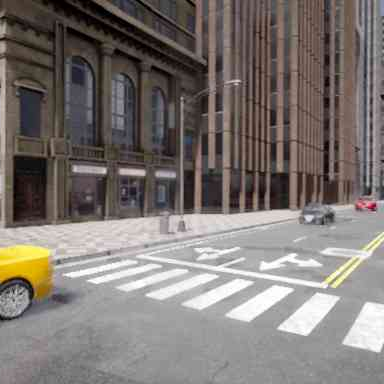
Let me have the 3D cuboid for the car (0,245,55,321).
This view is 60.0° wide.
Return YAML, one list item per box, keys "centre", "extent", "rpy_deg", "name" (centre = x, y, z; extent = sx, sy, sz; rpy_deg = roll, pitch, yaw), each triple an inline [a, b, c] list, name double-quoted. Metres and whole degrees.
- centre: [-4.745, 1.518, 5.274]
  extent: [1.882, 1.535, 5.008]
  rpy_deg: [0, 0, 35]
  name: "car"

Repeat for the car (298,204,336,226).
- centre: [9.720, 1.715, 25.625]
  extent: [2.128, 1.511, 4.902]
  rpy_deg: [0, 0, 35]
  name: "car"

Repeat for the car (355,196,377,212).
- centre: [23.830, 1.605, 45.473]
  extent: [2.150, 2.045, 5.566]
  rpy_deg: [0, 0, 35]
  name: "car"
